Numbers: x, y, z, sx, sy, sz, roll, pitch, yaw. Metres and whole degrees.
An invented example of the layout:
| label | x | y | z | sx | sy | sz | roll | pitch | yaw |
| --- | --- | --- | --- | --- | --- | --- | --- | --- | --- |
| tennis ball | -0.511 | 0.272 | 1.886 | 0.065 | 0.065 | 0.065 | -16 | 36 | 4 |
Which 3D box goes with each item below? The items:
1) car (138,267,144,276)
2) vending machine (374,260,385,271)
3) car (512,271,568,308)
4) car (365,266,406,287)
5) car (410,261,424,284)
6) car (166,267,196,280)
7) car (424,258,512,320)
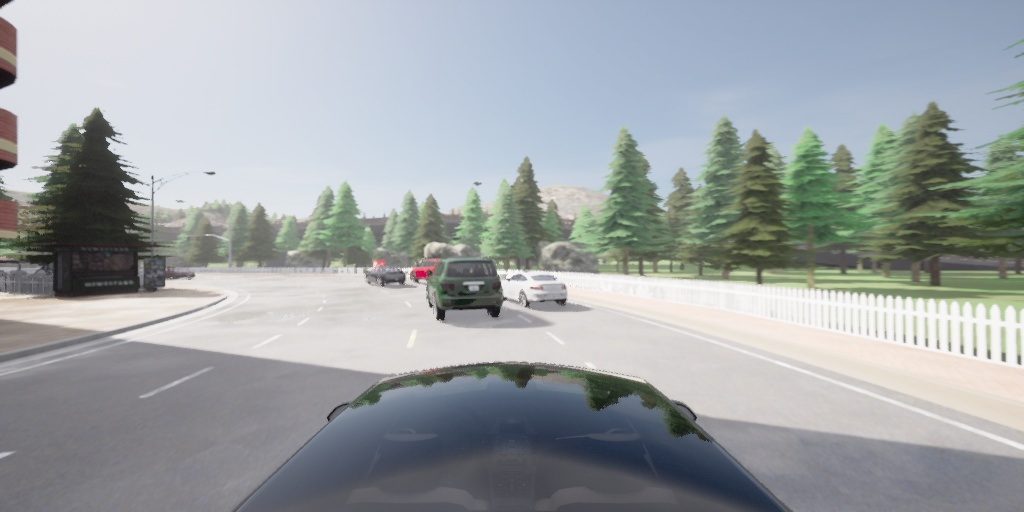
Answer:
| label | x | y | z | sx | sy | sz | roll | pitch | yaw |
| --- | --- | --- | --- | --- | --- | --- | --- | --- | --- |
| car | -40.410 | 1.924 | 38.102 | 4.902 | 1.511 | 2.128 | -1 | -1 | 22 |
| vending machine | -15.919 | 1.444 | 43.058 | 0.880 | 2.100 | 1.100 | 0 | 0 | 32 |
| car | 0.854 | 1.389 | 16.003 | 1.812 | 1.442 | 4.674 | 0 | 0 | -19 |
| car | -9.979 | 1.558 | 28.087 | 2.128 | 1.511 | 4.902 | 0 | -1 | -40 |
| car | -6.291 | 1.265 | 29.137 | 2.150 | 2.045 | 5.566 | 0 | 0 | -38 |
| car | -38.488 | 1.965 | 41.098 | 4.674 | 1.442 | 1.812 | -1 | -1 | 22 |
| car | -1.941 | 1.091 | 13.494 | 2.150 | 2.045 | 5.566 | 0 | 0 | -17 |
